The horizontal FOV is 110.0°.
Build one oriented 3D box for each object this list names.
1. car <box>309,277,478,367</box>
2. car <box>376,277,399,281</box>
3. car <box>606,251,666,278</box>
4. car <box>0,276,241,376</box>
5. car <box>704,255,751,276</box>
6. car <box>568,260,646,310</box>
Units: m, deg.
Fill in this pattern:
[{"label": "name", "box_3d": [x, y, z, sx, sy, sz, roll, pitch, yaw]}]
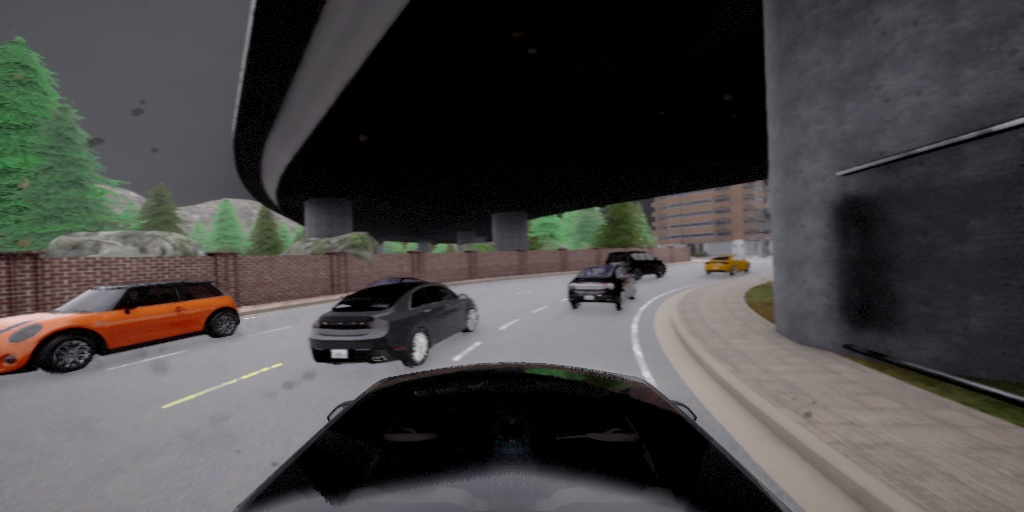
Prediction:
[{"label": "car", "box_3d": [-2.291, 1.348, 8.275, 1.837, 1.490, 4.892, -3, 0, 14]}, {"label": "car", "box_3d": [-4.427, 1.492, 13.324, 1.994, 1.385, 4.181, -2, 0, 22]}, {"label": "car", "box_3d": [8.860, 0.667, 25.678, 5.566, 2.045, 2.150, -2, 0, -41]}, {"label": "car", "box_3d": [-9.433, 1.462, 8.728, 2.097, 1.767, 4.553, -2, 0, 14]}, {"label": "car", "box_3d": [16.609, 0.636, 27.574, 5.008, 1.535, 1.882, -2, 0, -40]}, {"label": "car", "box_3d": [3.633, 1.119, 13.947, 2.128, 1.511, 4.902, -2, 0, 27]}]
